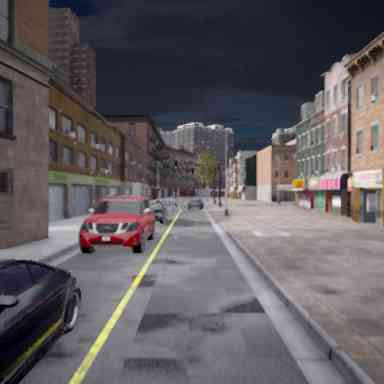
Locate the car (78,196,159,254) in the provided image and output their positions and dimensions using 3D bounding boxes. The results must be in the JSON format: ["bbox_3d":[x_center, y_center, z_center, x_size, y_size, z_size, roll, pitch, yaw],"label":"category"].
[{"bbox_3d":[-2.847,1.204,13.815,2.150,2.045,5.566,0,0,0],"label":"car"}]

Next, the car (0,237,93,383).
[{"bbox_3d":[-2.850,1.558,3.971,1.994,1.385,4.181,0,0,0],"label":"car"}]

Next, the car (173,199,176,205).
[{"bbox_3d":[-2.747,1.155,40.602,1.994,1.385,4.181,0,0,0],"label":"car"}]

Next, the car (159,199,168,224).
[{"bbox_3d":[-2.838,1.514,24.782,2.033,1.411,5.357,0,0,0],"label":"car"}]

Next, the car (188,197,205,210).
[{"bbox_3d":[0.626,1.437,42.875,2.128,1.511,4.902,0,0,7],"label":"car"}]
